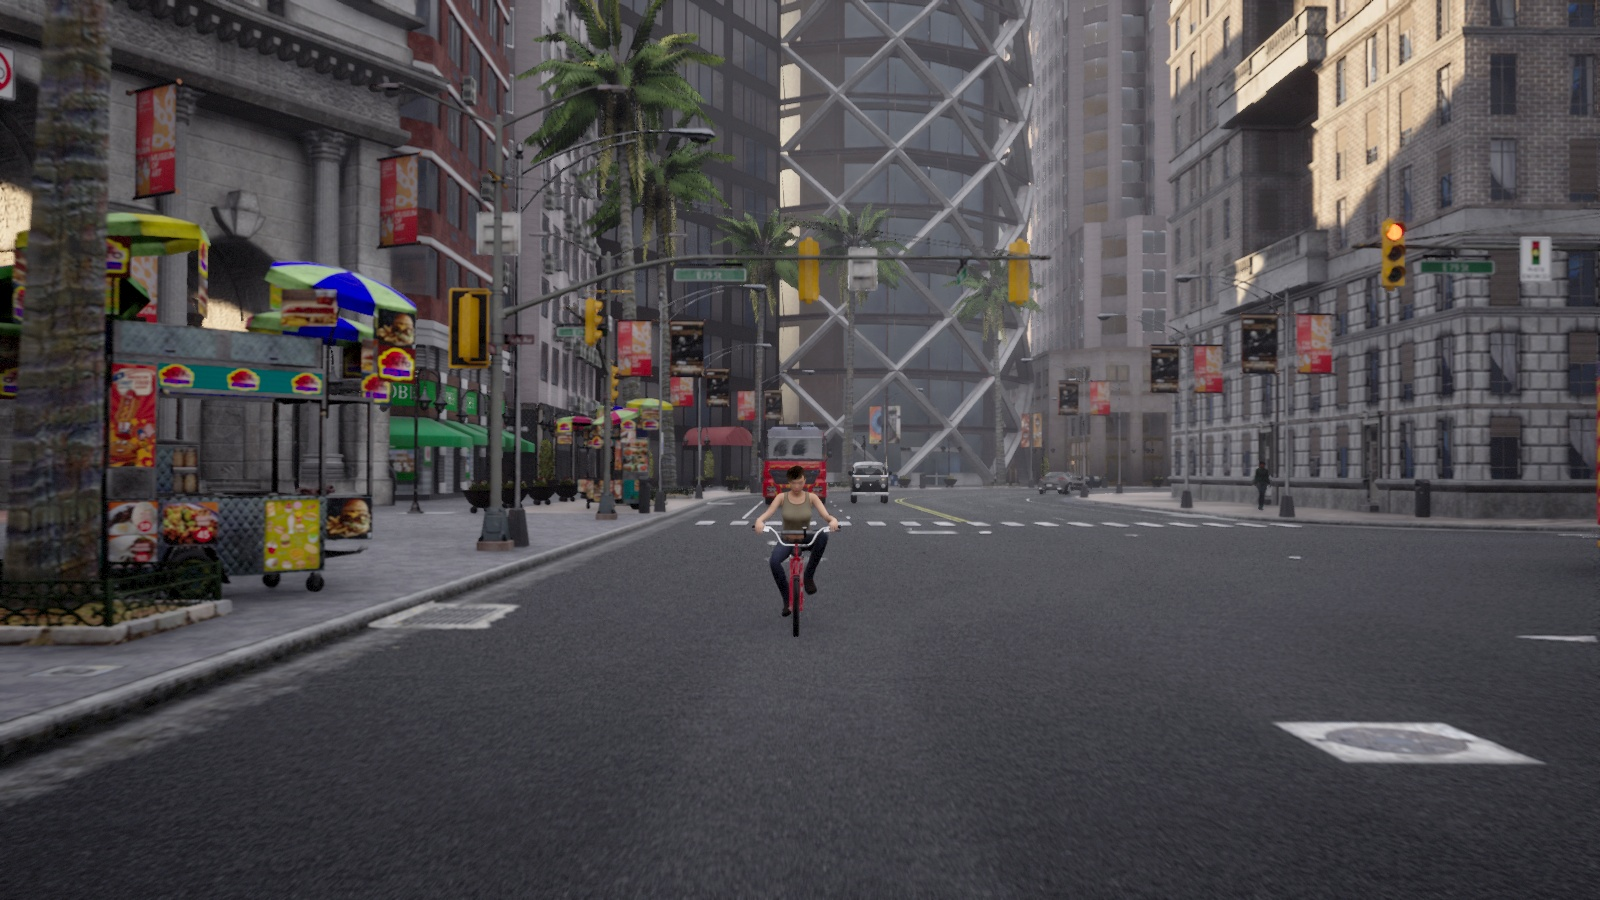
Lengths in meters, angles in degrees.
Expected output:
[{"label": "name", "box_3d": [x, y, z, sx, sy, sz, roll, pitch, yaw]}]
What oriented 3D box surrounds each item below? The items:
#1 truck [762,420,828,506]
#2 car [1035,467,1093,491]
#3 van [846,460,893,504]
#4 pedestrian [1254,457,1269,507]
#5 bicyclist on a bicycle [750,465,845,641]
[{"label": "truck", "box_3d": [-0.165, 0.655, 59.989, 2.891, 3.827, 8.468, 0, -1, 1]}, {"label": "car", "box_3d": [18.509, 1.989, 87.801, 2.152, 1.651, 5.027, -1, -1, 35]}, {"label": "van", "box_3d": [3.366, 1.551, 61.304, 2.069, 2.038, 4.480, 0, -1, 1]}, {"label": "pedestrian", "box_3d": [17.171, 1.185, 46.726, 0.353, 1.847, 0.614, 0, -1, 6]}, {"label": "bicyclist on a bicycle", "box_3d": [-0.026, 0.957, 12.284, 0.866, 1.612, 1.509, 0, -1, 0]}]
